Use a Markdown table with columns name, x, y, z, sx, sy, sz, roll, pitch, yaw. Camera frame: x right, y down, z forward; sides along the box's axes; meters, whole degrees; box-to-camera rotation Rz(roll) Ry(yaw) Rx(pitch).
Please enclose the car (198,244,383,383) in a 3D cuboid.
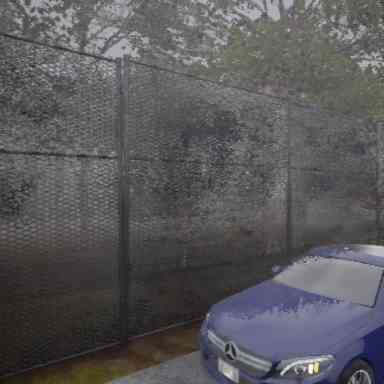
| name | x | y | z | sx | sy | sz | roll | pitch | yaw |
| --- | --- | --- | --- | --- | --- | --- | --- | --- | --- |
| car | 2.258 | 1.529 | 4.679 | 4.674 | 1.442 | 1.812 | 0 | 0 | -35 |
